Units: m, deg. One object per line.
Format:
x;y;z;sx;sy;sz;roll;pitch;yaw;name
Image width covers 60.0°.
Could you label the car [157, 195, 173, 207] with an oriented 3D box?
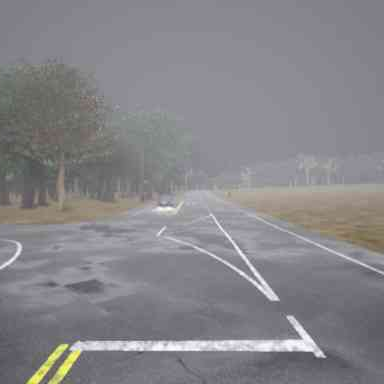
-3.447;1.149;43.339;2.128;1.511;4.902;0;1;0;car
